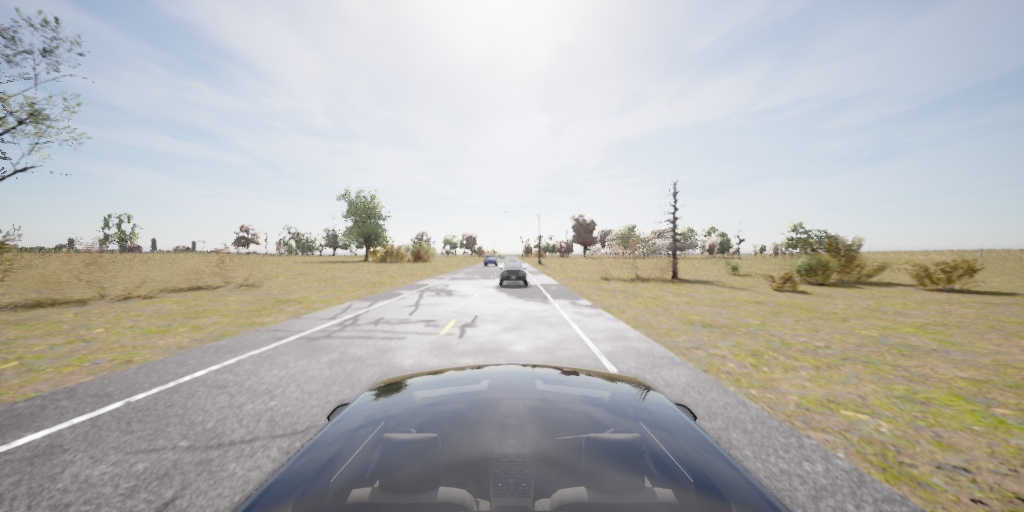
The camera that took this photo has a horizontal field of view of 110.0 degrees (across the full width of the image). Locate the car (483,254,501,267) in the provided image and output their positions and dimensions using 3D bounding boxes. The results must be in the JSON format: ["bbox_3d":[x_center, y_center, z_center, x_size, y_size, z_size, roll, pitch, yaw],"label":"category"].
[{"bbox_3d":[-3.531,0.692,59.982,2.150,2.045,5.566,0,0,0],"label":"car"}]

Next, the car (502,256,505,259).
[{"bbox_3d":[0.086,1.061,42.632,1.837,1.490,4.892,0,0,0],"label":"car"}]

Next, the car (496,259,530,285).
[{"bbox_3d":[0.093,1.168,24.720,1.812,1.442,4.674,0,0,0],"label":"car"}]
